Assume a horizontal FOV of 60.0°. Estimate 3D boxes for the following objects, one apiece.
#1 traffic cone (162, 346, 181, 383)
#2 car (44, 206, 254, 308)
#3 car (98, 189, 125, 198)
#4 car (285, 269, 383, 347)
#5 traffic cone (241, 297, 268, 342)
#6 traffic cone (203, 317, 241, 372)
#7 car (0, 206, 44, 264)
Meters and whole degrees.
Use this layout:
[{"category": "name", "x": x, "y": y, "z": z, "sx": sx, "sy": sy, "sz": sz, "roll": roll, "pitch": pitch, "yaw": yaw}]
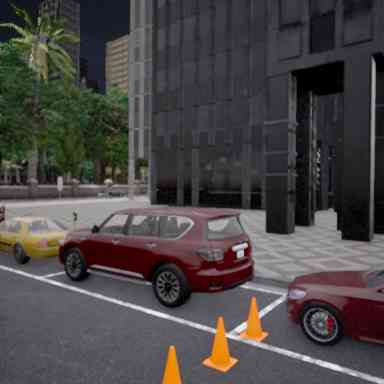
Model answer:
[{"category": "traffic cone", "x": -0.215, "y": 1.930, "z": 3.520, "sx": 0.340, "sy": 0.580, "sz": 0.340, "roll": 1, "pitch": 0, "yaw": 36}, {"category": "car", "x": -1.000, "y": 1.252, "z": 7.830, "sx": 5.009, "sy": 1.841, "sz": 2.192, "roll": 1, "pitch": 0, "yaw": 36}, {"category": "car", "x": -13.067, "y": 0.206, "z": 54.154, "sx": 2.128, "sy": 1.511, "sz": 4.902, "roll": 1, "pitch": 2, "yaw": 36}, {"category": "car", "x": 3.448, "y": 1.585, "z": 4.624, "sx": 4.206, "sy": 1.307, "sz": 1.802, "roll": 1, "pitch": 0, "yaw": 36}, {"category": "traffic cone", "x": 0.954, "y": 1.930, "z": 5.142, "sx": 0.340, "sy": 0.580, "sz": 0.340, "roll": 1, "pitch": 0, "yaw": 36}, {"category": "traffic cone", "x": 0.370, "y": 1.930, "z": 4.331, "sx": 0.340, "sy": 0.580, "sz": 0.340, "roll": 1, "pitch": 0, "yaw": 36}, {"category": "car", "x": -5.591, "y": 1.394, "z": 11.139, "sx": 4.829, "sy": 1.417, "sz": 1.752, "roll": 1, "pitch": 0, "yaw": 36}]
